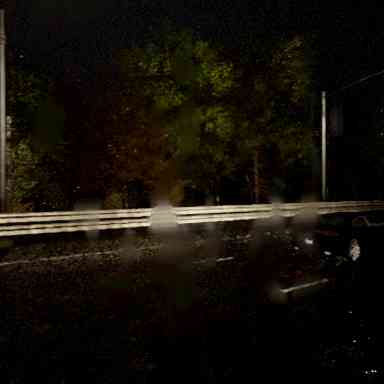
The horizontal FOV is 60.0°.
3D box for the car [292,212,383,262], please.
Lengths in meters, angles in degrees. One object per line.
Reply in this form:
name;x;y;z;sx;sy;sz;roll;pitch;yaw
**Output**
car;5.803;1.456;12.175;5.008;1.535;1.882;0;0;-35
